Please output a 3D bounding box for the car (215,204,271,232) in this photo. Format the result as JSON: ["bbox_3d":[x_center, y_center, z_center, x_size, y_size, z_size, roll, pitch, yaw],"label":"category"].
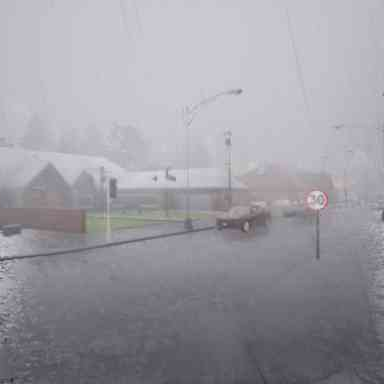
[{"bbox_3d":[3.314,1.563,20.934,1.882,1.535,5.008,-1,0,36],"label":"car"}]

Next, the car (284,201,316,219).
[{"bbox_3d":[9.826,1.587,29.982,1.837,1.490,4.892,-1,0,36],"label":"car"}]
